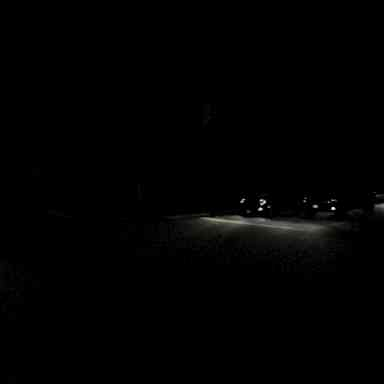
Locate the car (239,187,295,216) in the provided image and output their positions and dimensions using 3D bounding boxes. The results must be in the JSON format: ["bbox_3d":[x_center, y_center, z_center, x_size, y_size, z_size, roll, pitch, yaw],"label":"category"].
[{"bbox_3d":[5.104,0.495,21.321,4.553,1.767,2.097,-3,2,-38],"label":"car"}]

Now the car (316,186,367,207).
[{"bbox_3d":[12.191,0.306,26.932,4.674,1.442,1.812,-3,3,-38],"label":"car"}]

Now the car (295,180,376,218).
[{"bbox_3d":[8.865,0.322,19.835,5.566,2.045,2.150,-3,2,-38],"label":"car"}]
